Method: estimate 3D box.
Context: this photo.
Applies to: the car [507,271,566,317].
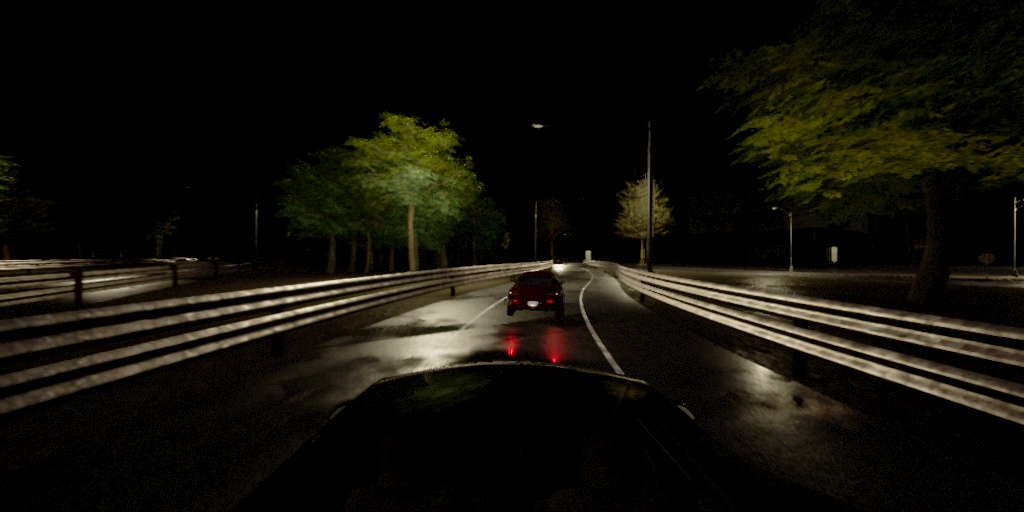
[{"bbox_3d":[0.966,1.288,13.195,1.812,1.442,4.674,0,0,8],"label":"car"}]
